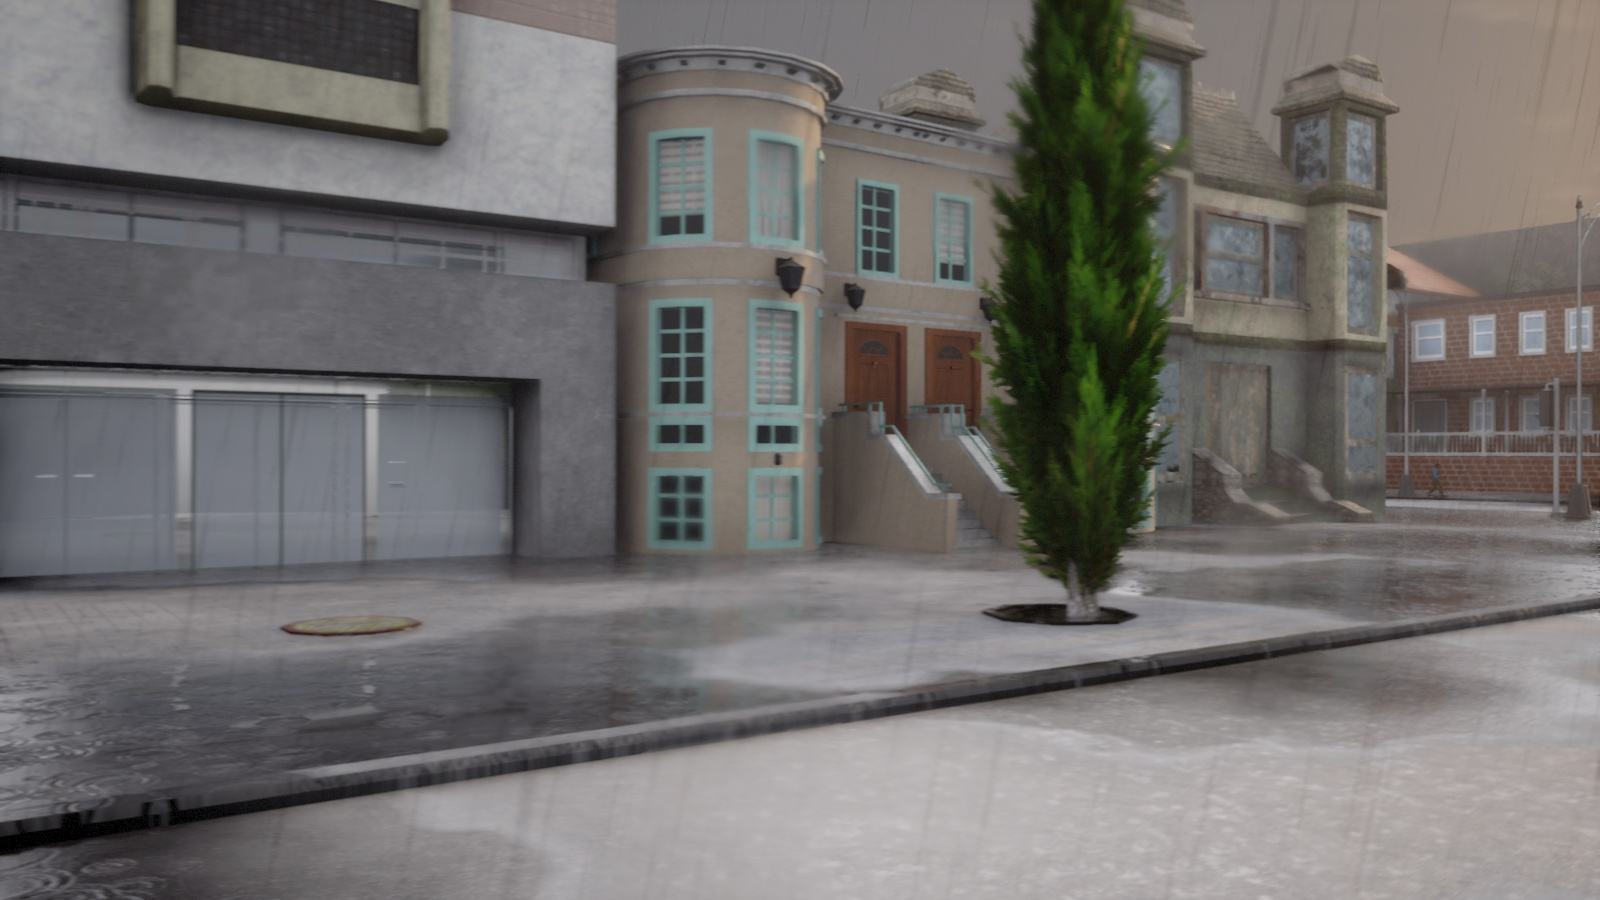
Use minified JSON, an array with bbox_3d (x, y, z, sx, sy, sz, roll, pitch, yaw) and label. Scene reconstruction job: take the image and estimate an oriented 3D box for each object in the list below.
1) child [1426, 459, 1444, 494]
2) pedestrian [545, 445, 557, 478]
[{"bbox_3d":[21.777,0.894,43.068,0.343,1.192,0.448,0,0,-38],"label":"child"},{"bbox_3d":[-13.886,0.656,70.037,0.354,1.836,0.706,0,0,-37],"label":"pedestrian"}]
